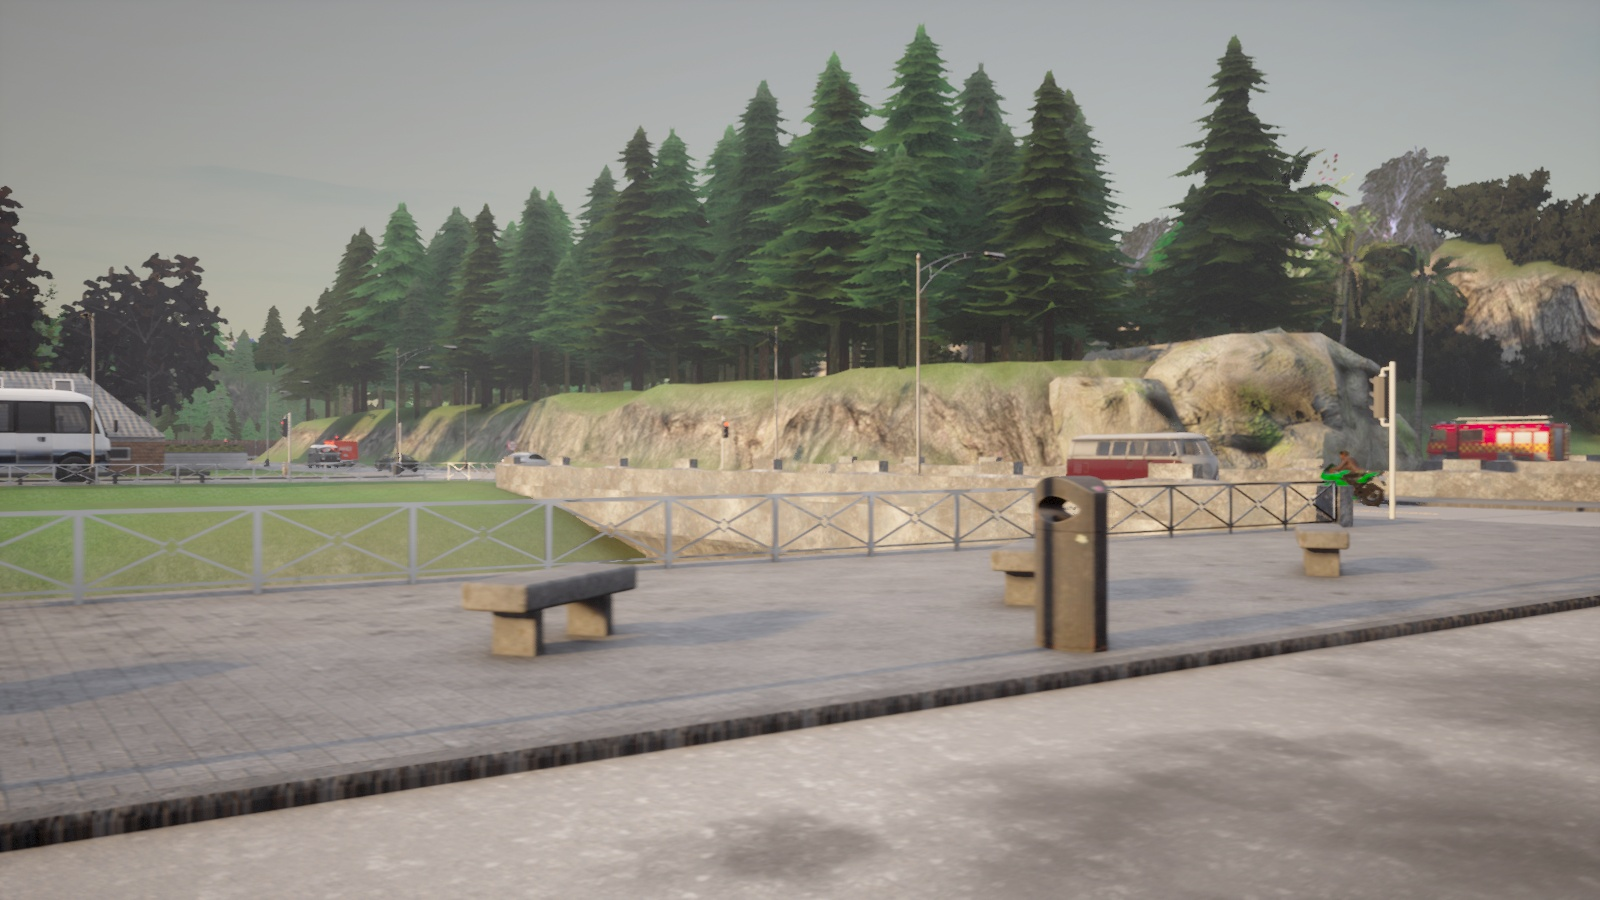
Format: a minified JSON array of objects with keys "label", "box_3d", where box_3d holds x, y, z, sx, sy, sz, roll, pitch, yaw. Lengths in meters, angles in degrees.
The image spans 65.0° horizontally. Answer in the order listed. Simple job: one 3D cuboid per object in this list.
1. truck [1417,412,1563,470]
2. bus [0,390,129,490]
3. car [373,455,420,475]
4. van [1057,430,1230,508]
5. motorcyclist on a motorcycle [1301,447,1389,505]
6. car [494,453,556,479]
[{"label":"truck","box_3d":[47.611,-0.583,86.928,2.891,3.827,8.468,0,0,-35]},{"label":"bus","box_3d":[-35.319,-0.429,54.803,10.273,4.253,3.944,0,0,-35]},{"label":"car","box_3d":[-28.513,1.038,88.687,1.895,1.301,4.718,0,0,-35]},{"label":"van","box_3d":[9.303,0.478,34.316,1.775,1.987,4.442,0,0,-35]},{"label":"motorcyclist on a motorcycle","box_3d":[14.611,0.682,33.699,0.797,1.523,2.044,0,0,-35]},{"label":"car","box_3d":[-15.941,0.895,73.090,1.812,1.442,4.674,0,0,11]}]
